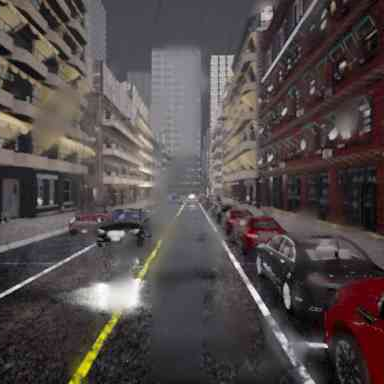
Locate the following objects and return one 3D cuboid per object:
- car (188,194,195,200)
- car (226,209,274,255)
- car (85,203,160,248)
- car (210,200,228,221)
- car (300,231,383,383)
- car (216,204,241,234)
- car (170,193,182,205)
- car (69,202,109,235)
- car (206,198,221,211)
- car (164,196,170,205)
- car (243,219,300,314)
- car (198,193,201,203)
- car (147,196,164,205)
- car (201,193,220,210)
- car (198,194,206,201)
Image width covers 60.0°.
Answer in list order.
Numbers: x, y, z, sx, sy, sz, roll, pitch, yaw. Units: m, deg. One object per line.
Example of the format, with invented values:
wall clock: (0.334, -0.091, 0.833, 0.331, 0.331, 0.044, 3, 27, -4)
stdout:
car: (0.014, 1.273, 85.351, 1.812, 1.442, 4.674, 0, 0, 0)
car: (2.559, 1.568, 12.962, 1.802, 1.307, 4.206, -1, 0, 0)
car: (-2.848, 1.475, 14.869, 2.128, 1.511, 4.902, 0, 0, 0)
car: (2.560, 1.539, 24.060, 1.947, 1.339, 4.313, -1, 0, 0)
car: (2.554, 1.313, 1.864, 2.192, 1.841, 5.009, -1, 0, 0)
car: (2.560, 1.562, 18.512, 1.802, 1.307, 4.206, -1, 0, 0)
car: (-2.790, 1.284, 57.585, 2.097, 1.767, 4.553, 0, 0, 0)
car: (-5.322, 1.420, 18.491, 1.967, 1.590, 4.097, -1, 0, 0)
car: (2.561, 1.517, 29.609, 2.008, 1.369, 4.403, -1, 0, 0)
car: (-5.316, 1.372, 57.335, 1.967, 1.590, 4.097, -1, 0, 0)
car: (2.557, 1.543, 7.413, 2.008, 1.369, 4.403, -1, 0, 0)
car: (2.238, 1.445, 67.146, 1.812, 1.442, 4.674, 0, 0, 0)
car: (-5.317, 1.472, 46.067, 1.752, 1.417, 4.829, -1, 0, 0)
car: (2.560, 1.268, 40.707, 2.192, 1.841, 5.009, -1, 0, 0)
car: (2.569, 1.334, 85.099, 1.967, 1.590, 4.097, -1, 0, 0)
